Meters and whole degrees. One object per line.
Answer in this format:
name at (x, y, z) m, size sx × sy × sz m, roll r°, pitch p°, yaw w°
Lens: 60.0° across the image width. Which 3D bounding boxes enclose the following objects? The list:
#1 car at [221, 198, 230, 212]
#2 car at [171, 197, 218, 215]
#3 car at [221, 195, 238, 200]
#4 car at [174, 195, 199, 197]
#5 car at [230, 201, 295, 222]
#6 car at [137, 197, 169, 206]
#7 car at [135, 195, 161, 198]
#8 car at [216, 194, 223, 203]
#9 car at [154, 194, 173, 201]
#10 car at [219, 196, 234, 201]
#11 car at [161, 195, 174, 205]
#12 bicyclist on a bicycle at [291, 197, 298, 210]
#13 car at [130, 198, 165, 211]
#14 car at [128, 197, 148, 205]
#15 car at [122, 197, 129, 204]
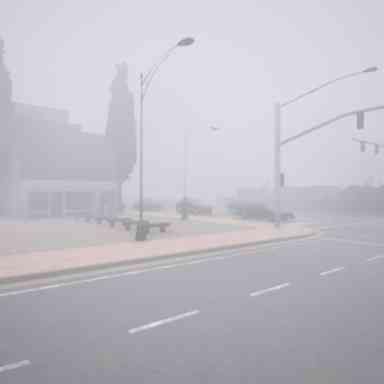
car at (5.681, 1.640, 34.083) m, size 2.128 × 1.511 × 4.902 m, roll 0°, pitch 0°, yaw -37°
car at (0.171, 1.617, 35.570) m, size 1.882 × 1.535 × 5.008 m, roll 0°, pitch 0°, yaw -37°
car at (8.373, 1.679, 66.963) m, size 3.806 × 1.475 × 1.970 m, roll 0°, pitch 0°, yaw -39°
car at (0.129, 1.515, 41.425) m, size 2.097 × 1.767 × 4.553 m, roll 0°, pitch 0°, yaw -37°
car at (5.951, 1.672, 27.858) m, size 2.033 × 1.411 × 5.357 m, roll 0°, pitch 0°, yaw -36°
car at (-5.837, 1.779, 49.324) m, size 1.895 × 1.301 × 4.718 m, roll 0°, pitch 0°, yaw -37°
car at (-8.134, 1.700, 58.461) m, size 2.128 × 1.511 × 4.902 m, roll 0°, pitch 0°, yaw -37°
car at (6.576, 1.444, 69.234) m, size 3.866 × 1.878 × 1.905 m, roll 0°, pitch 0°, yaw -39°
car at (-7.457, 1.474, 86.844) m, size 4.605 × 1.855 × 1.932 m, roll 0°, pitch 0°, yaw -39°
car at (9.645, 1.786, 93.329) m, size 3.806 × 1.475 × 1.970 m, roll 0°, pitch 0°, yaw -39°
car at (-4.961, 1.786, 60.072) m, size 1.994 × 1.385 × 4.181 m, roll 0°, pitch 0°, yaw -37°
bicyclist on a bicycle at (13.061, 1.461, 42.449) m, size 1.656 × 1.620 × 0.582 m, roll -6°, pitch 4°, yaw -37°
car at (-5.900, 1.756, 43.592) m, size 1.895 × 1.301 × 4.718 m, roll 0°, pitch 0°, yaw -37°
car at (-10.988, 1.716, 67.969) m, size 1.882 × 1.535 × 5.008 m, roll 0°, pitch 0°, yaw -37°
car at (-14.308, 1.715, 66.605) m, size 2.128 × 1.511 × 4.902 m, roll 0°, pitch 0°, yaw -37°
